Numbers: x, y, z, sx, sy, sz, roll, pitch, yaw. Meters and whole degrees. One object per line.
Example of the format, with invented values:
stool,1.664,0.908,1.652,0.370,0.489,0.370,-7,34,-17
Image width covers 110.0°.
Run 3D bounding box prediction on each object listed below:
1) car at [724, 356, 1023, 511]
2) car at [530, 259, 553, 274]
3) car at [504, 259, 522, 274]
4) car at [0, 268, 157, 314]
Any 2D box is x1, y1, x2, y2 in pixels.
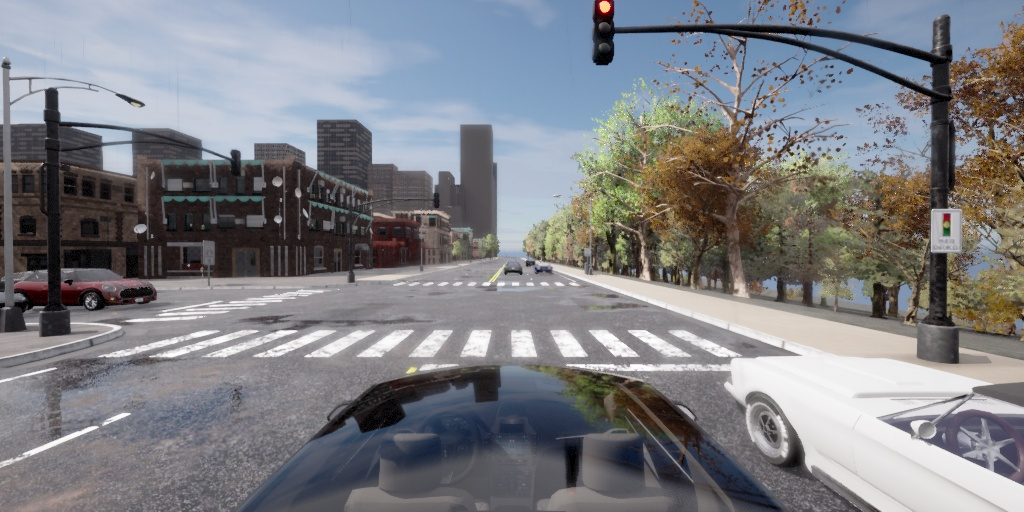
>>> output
car,3.350,1.351,1.940,1.895,1.301,4.718,0,0,0
car,3.392,1.338,39.958,1.895,1.301,4.718,0,0,0
car,0.144,1.300,40.830,1.994,1.385,4.181,0,0,0
car,-18.016,1.302,15.233,4.553,1.767,2.097,-1,1,2
